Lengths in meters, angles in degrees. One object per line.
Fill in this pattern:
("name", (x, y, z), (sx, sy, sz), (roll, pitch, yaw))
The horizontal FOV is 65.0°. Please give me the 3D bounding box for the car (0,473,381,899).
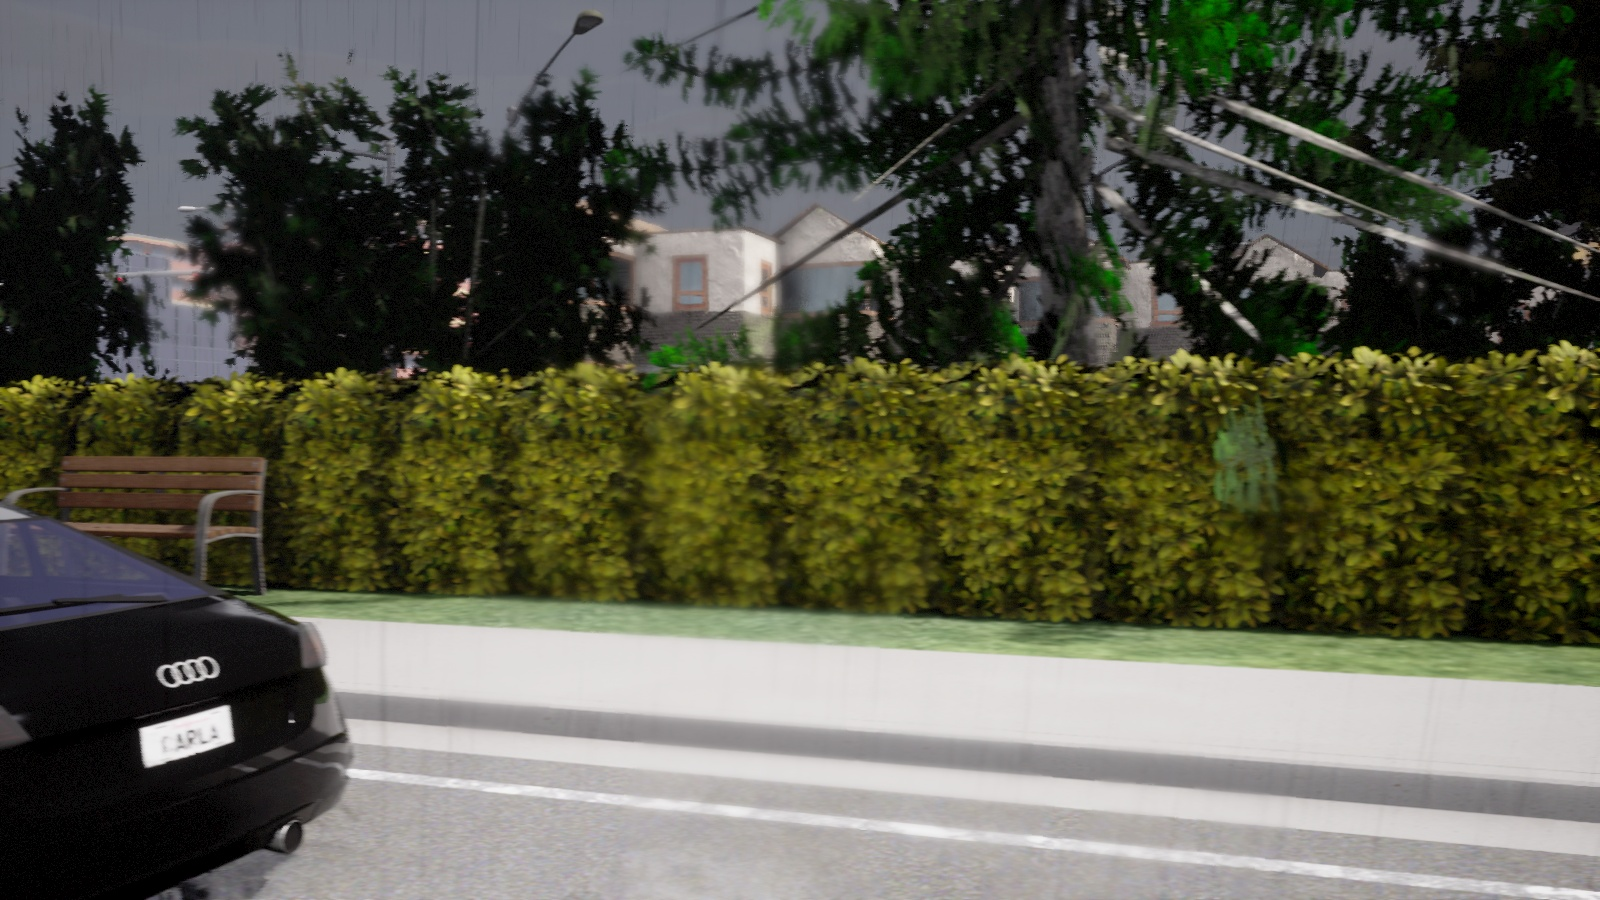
("car", (-3.893, 0.803, 4.502), (4.181, 1.385, 1.994), (0, 1, 19))
